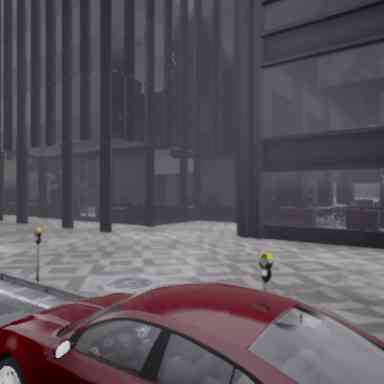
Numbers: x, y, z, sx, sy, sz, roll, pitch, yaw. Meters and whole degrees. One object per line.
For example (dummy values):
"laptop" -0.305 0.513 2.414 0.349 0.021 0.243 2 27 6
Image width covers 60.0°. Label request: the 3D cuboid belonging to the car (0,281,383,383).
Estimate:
"car" -0.072 1.545 3.014 4.507 1.381 1.887 0 0 36
